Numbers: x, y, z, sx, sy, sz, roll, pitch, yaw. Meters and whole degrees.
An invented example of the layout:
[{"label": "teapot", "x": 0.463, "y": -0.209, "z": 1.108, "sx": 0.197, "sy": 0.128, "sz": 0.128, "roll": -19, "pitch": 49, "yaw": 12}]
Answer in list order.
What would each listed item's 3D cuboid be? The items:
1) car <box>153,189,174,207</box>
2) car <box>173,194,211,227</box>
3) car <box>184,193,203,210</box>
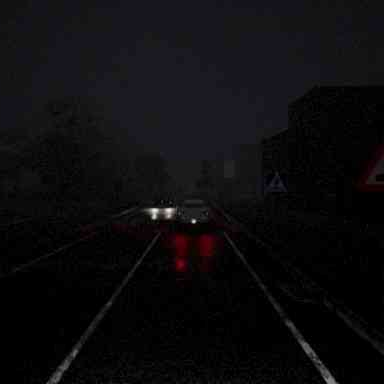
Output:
[{"label": "car", "x": -3.239, "y": 0.636, "z": 38.740, "sx": 2.150, "sy": 2.045, "sz": 5.566, "roll": 0, "pitch": 1, "yaw": 0}, {"label": "car", "x": 0.093, "y": 1.104, "z": 19.284, "sx": 1.812, "sy": 1.442, "sz": 4.674, "roll": 0, "pitch": 4, "yaw": 0}, {"label": "car", "x": 0.113, "y": 0.958, "z": 35.345, "sx": 1.882, "sy": 1.535, "sz": 5.008, "roll": 0, "pitch": 1, "yaw": 0}]
